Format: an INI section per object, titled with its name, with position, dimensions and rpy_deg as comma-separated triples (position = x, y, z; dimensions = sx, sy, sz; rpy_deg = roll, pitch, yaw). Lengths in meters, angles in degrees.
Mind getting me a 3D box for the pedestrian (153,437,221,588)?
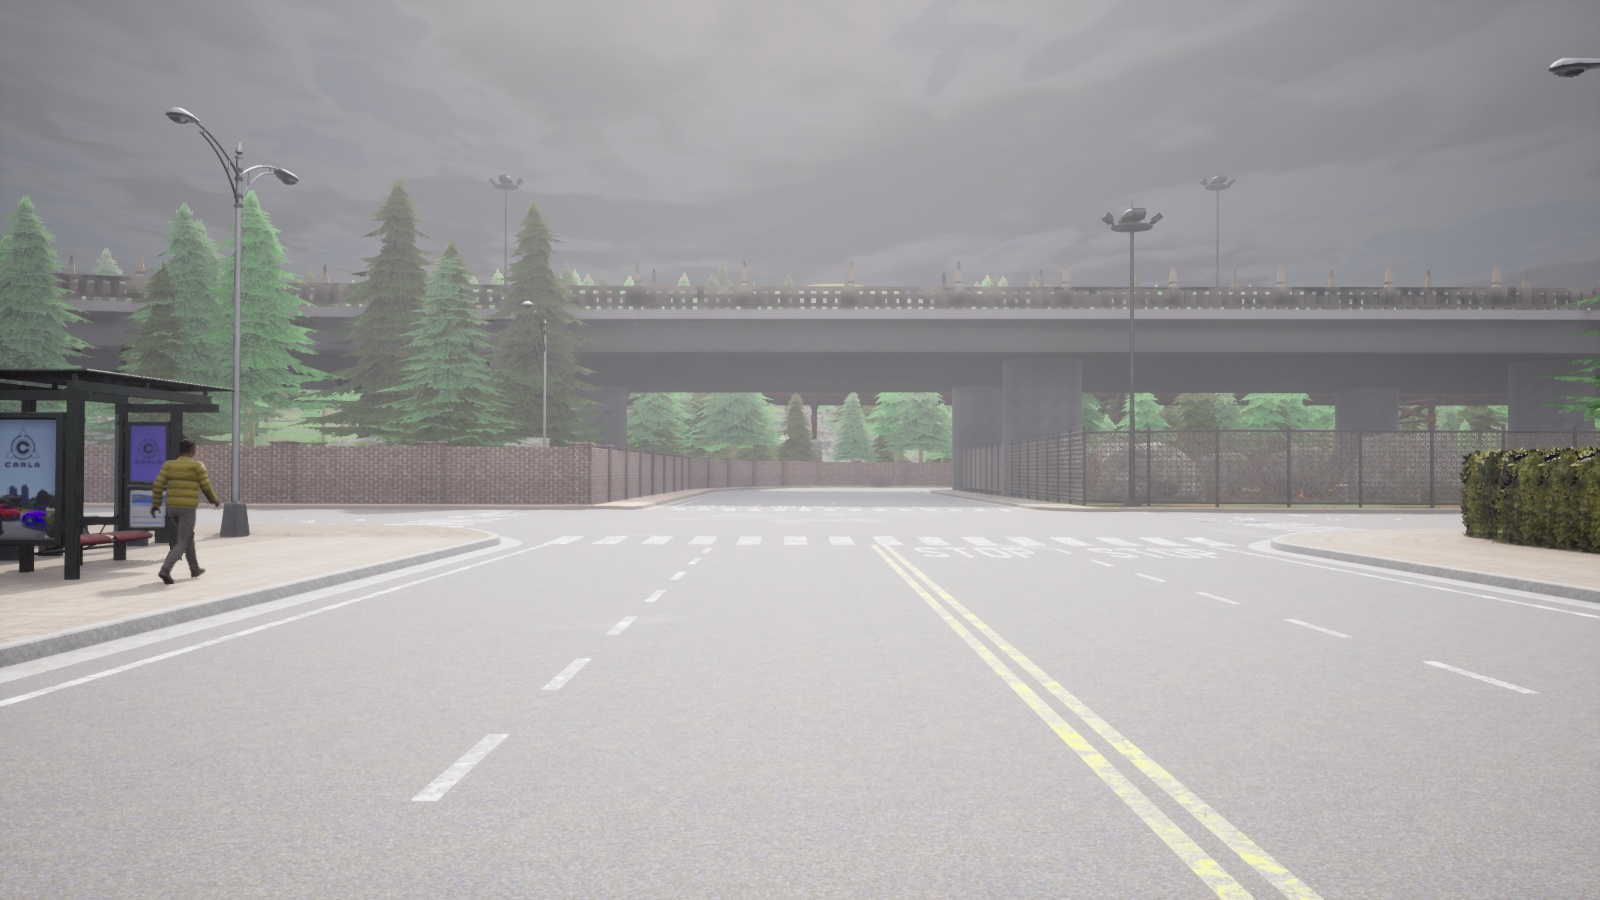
[pedestrian]
position = -7.631, 0.766, 15.652
dimensions = 0.431, 1.840, 0.709
rpy_deg = 0, -1, 7
